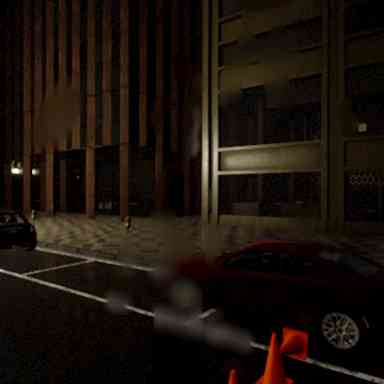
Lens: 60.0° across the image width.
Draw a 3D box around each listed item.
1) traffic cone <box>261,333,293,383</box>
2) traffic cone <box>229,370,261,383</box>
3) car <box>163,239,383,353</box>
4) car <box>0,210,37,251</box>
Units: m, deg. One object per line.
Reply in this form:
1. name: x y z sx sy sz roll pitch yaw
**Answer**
1. traffic cone: 0.967 1.950 3.896 0.340 0.580 0.340 0 0 36
2. traffic cone: 0.386 1.950 3.085 0.340 0.580 0.340 0 0 36
3. car: 1.482 1.537 6.035 4.507 1.381 1.887 0 0 36
4. car: -7.752 1.395 12.641 4.097 1.590 1.967 0 0 36
